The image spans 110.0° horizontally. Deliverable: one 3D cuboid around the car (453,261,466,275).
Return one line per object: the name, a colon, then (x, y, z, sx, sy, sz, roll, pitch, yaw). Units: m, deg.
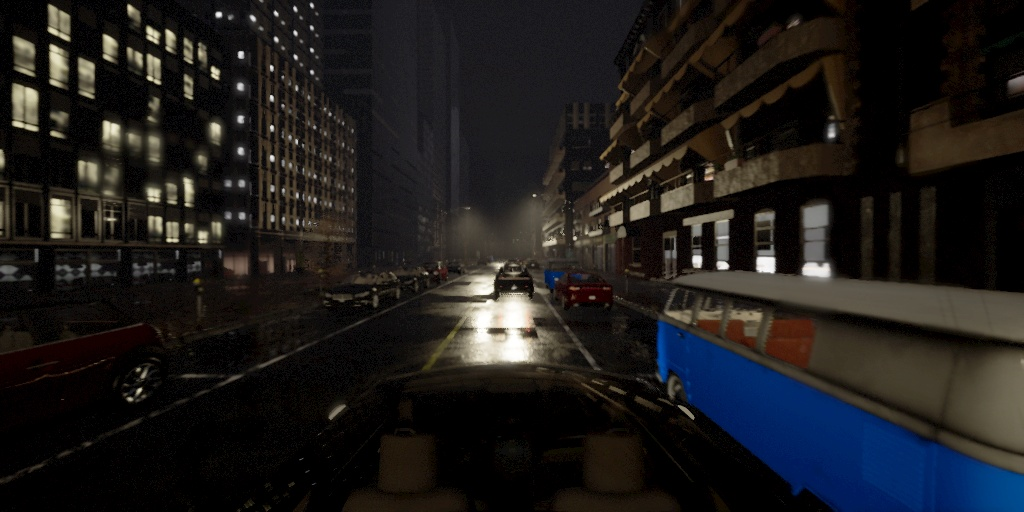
car: (-5.709, 1.199, 36.296, 1.948, 1.339, 4.313, 0, 0, 0)

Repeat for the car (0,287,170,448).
car: (-5.691, 1.187, 3.160, 1.967, 1.591, 4.097, 0, 0, 0)

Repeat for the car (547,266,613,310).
car: (2.684, 1.249, 14.208, 1.888, 1.381, 4.507, 0, 0, 0)

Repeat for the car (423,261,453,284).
car: (-5.703, 1.110, 25.251, 1.967, 1.591, 4.097, 0, 0, 0)

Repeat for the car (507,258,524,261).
car: (0.080, 1.122, 40.402, 1.837, 1.490, 4.892, 0, 0, 0)

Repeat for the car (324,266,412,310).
car: (-5.697, 1.258, 14.204, 2.007, 1.370, 4.403, 0, 0, 0)

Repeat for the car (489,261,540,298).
car: (0.086, 1.184, 18.110, 2.128, 1.511, 4.902, 0, 0, 0)

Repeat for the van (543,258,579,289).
van: (2.681, 1.026, 19.731, 1.690, 1.789, 3.998, 0, 0, 0)

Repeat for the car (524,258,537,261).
car: (2.667, 1.161, 47.346, 1.948, 1.339, 4.313, 0, 0, 0)

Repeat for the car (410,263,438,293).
car: (-5.700, 1.239, 19.728, 2.007, 1.370, 4.403, 0, 0, 0)

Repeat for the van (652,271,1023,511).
van: (2.690, 1.084, 3.163, 1.690, 1.789, 3.998, 0, 0, 0)
